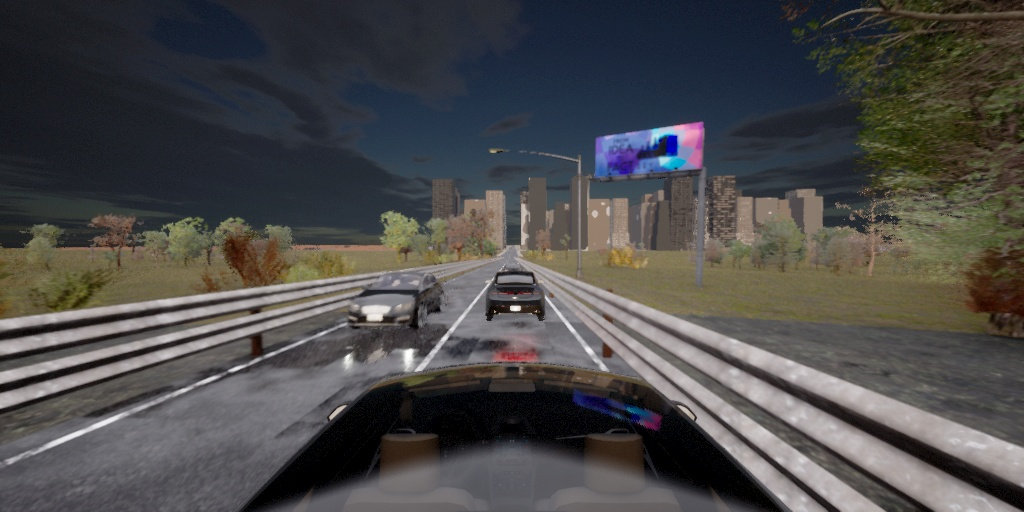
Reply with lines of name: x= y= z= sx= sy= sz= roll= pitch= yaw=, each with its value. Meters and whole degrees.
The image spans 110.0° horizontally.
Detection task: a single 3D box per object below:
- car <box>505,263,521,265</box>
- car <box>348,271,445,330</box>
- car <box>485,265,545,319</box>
car: x=0.105 y=1.340 z=33.881 sx=1.895 sy=1.301 sz=4.718 roll=0 pitch=0 yaw=0
car: x=-3.345 y=1.239 z=11.203 sx=2.128 sy=1.511 sz=4.902 roll=0 pitch=0 yaw=0
car: x=0.101 y=1.251 z=12.674 sx=1.837 sy=1.490 sz=4.892 roll=0 pitch=0 yaw=0
